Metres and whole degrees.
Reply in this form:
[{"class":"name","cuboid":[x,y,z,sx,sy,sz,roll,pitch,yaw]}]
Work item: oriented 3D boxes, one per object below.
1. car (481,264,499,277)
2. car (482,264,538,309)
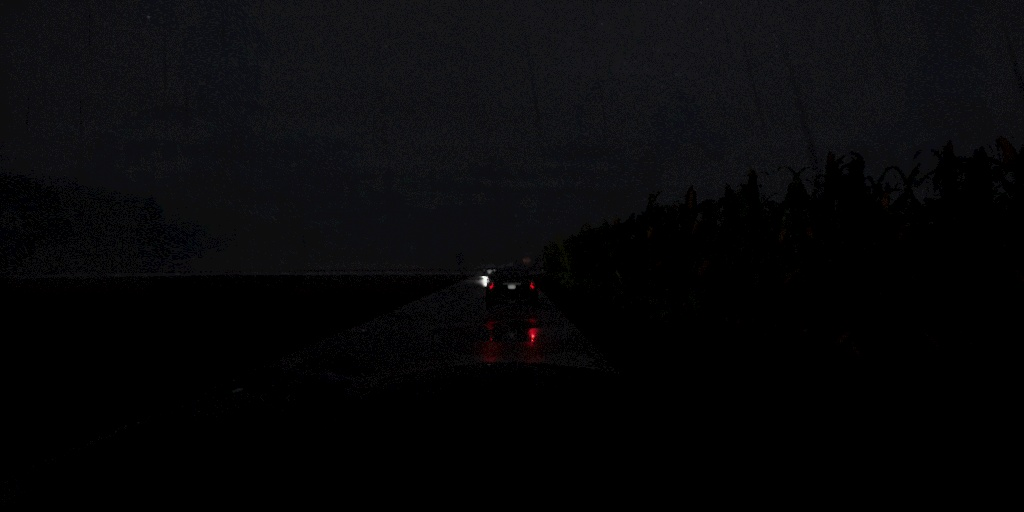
[{"class":"car","cuboid":[-2.771,1.804,46.310,2.128,1.511,4.902,0,-1,0]},{"class":"car","cuboid":[-0.002,1.247,15.920,2.097,1.767,4.553,0,-1,0]}]
